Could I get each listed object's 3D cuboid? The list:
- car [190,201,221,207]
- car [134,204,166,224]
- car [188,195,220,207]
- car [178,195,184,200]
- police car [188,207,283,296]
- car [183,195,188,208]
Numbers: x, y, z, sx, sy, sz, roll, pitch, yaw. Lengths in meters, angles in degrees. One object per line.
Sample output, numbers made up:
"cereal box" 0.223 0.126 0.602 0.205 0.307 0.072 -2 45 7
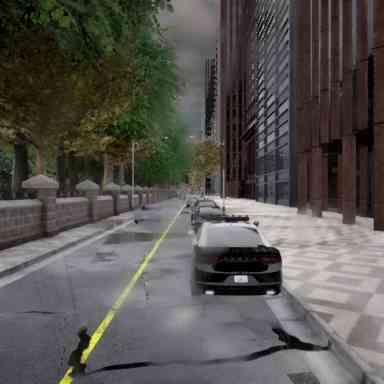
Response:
"car" 0.960 1.494 18.700 1.837 1.490 4.892 0 0 0
"car" -3.020 1.584 24.396 1.895 1.301 4.718 0 0 0
"car" 0.981 1.334 24.670 2.097 1.767 4.553 0 0 0
"car" -2.700 1.457 88.495 2.128 1.511 4.902 0 0 0
"police car" 0.927 1.423 8.810 1.930 1.638 5.238 0 0 0
"car" 0.176 1.509 46.892 2.033 1.411 5.357 0 0 1
